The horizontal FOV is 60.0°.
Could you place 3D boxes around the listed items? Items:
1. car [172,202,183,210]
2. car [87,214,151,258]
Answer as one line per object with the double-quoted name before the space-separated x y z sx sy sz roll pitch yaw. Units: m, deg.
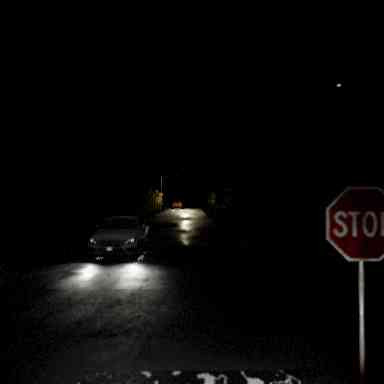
"car" -2.866 2.767 65.255 1.882 1.535 5.008 0 -2 0
"car" -2.772 1.665 13.486 1.812 1.442 4.674 0 -1 0
